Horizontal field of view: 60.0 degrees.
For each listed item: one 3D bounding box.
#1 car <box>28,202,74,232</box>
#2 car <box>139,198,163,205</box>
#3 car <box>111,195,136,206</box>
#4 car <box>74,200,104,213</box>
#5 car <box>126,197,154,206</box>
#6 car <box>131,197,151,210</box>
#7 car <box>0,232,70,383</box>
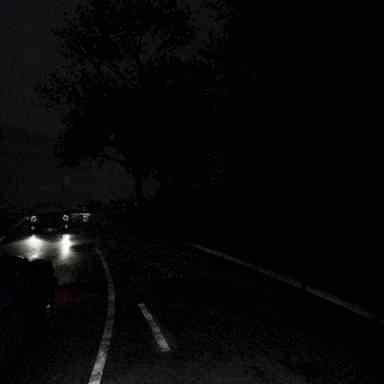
[{"bbox_3d":[-8.311,1.418,19.460,2.097,1.767,4.553,0,0,-23],"label":"car"},{"bbox_3d":[-8.782,1.928,70.889,4.674,1.452,2.002,0,0,15],"label":"car"},{"bbox_3d":[-11.740,1.588,59.981,5.566,2.045,2.435,0,0,15],"label":"car"},{"bbox_3d":[-12.387,1.743,40.127,1.837,1.490,4.892,0,-1,14],"label":"car"},{"bbox_3d":[-10.251,1.866,65.433,5.008,1.535,2.097,0,0,15],"label":"car"},{"bbox_3d":[-6.767,1.833,48.608,1.812,1.442,4.674,0,0,15],"label":"car"},{"bbox_3d":[-2.978,1.549,3.879,2.033,1.411,5.357,0,0,-10],"label":"car"}]
